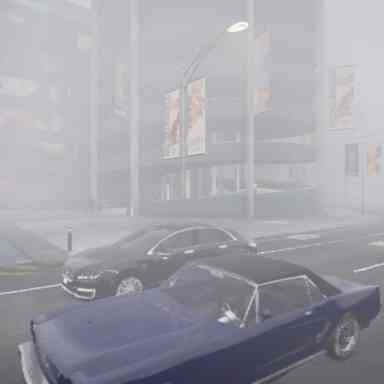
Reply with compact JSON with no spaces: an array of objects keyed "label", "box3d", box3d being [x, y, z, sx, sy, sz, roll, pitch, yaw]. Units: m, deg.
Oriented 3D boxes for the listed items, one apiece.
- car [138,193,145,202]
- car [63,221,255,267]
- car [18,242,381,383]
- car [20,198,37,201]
[{"label":"car","box3d":[-11.199,1.029,63.929,2.435,2.045,5.566,0,0,-36]},{"label":"car","box3d":[-0.524,1.506,7.977,4.892,1.490,1.837,0,0,-36]},{"label":"car","box3d":[0.430,1.601,4.341,4.718,1.301,1.895,0,0,-36]},{"label":"car","box3d":[-25.669,1.463,52.374,1.895,1.301,4.718,0,0,-36]}]
